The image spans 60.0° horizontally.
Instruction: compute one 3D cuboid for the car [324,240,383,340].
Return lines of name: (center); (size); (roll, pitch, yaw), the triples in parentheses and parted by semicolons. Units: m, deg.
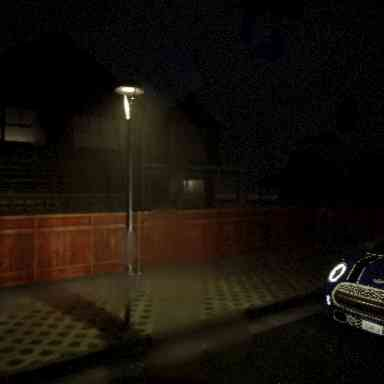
car: (4.489, 1.398, 6.082); (4.553, 1.767, 2.097); (1, 0, -34)
